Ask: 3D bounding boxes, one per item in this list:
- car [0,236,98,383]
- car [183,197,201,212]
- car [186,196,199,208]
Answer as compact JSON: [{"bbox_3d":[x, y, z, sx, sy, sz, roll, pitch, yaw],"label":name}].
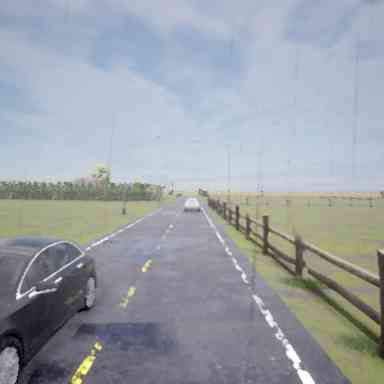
[{"bbox_3d":[-2.827,1.505,4.926,1.837,1.490,4.892,0,-1,0],"label":"car"},{"bbox_3d":[0.011,1.512,39.146,1.812,1.442,4.674,0,0,0],"label":"car"},{"bbox_3d":[-0.027,1.461,50.471,1.882,1.535,5.008,0,0,-1],"label":"car"}]
